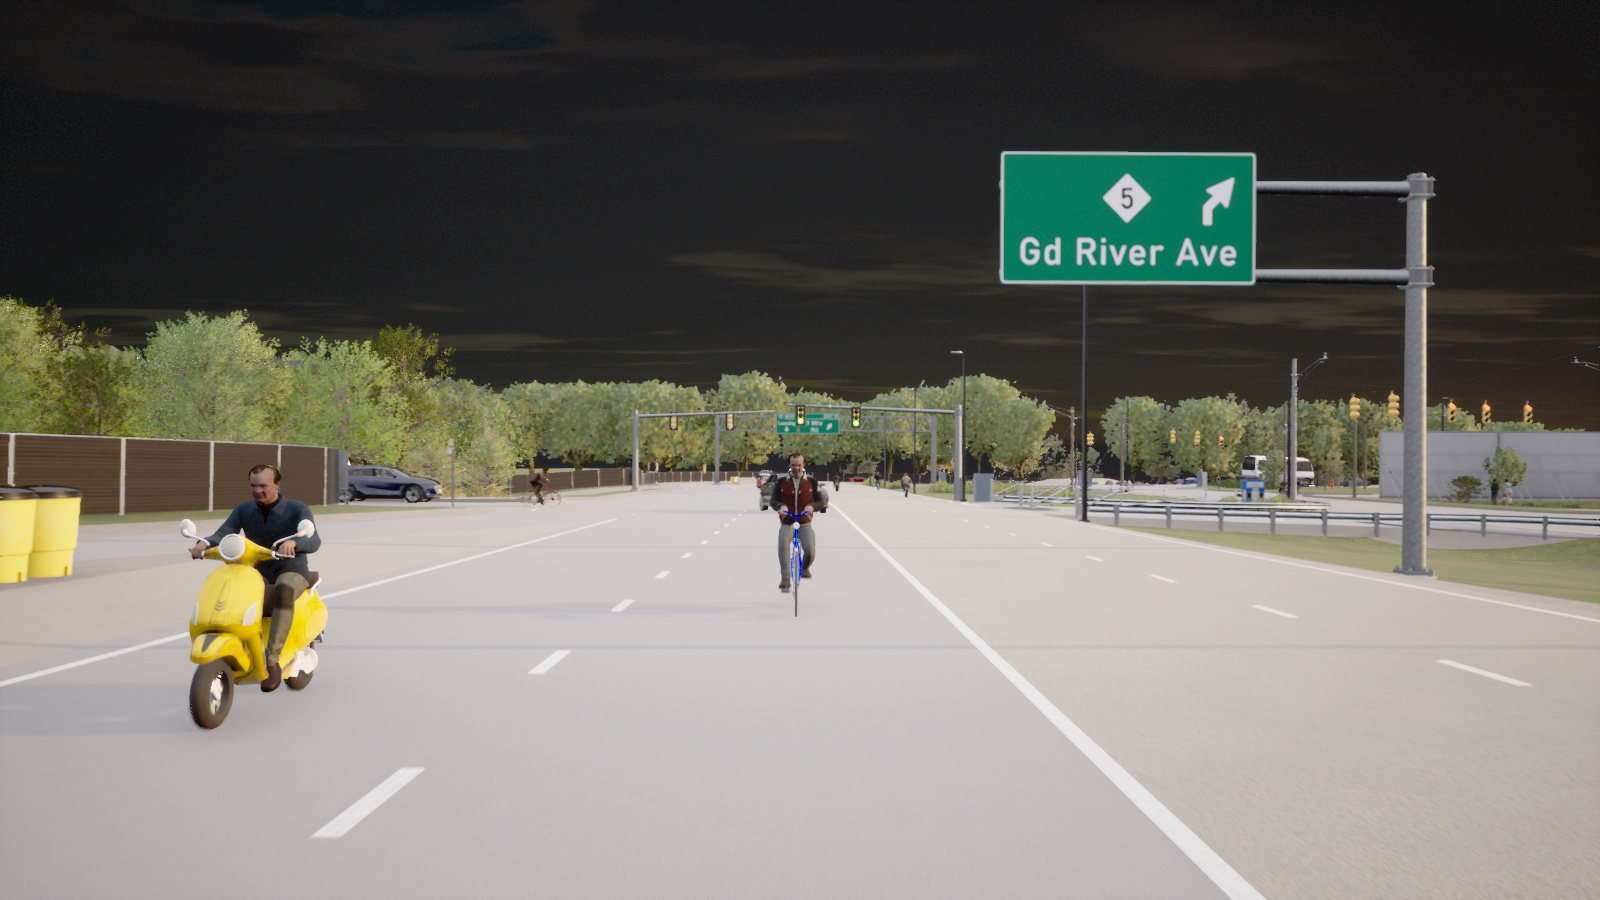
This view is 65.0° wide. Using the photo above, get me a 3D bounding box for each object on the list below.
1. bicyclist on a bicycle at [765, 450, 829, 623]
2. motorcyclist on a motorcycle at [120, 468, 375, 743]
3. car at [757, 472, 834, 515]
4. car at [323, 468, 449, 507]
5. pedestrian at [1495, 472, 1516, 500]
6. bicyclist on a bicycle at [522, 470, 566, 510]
[{"bbox_3d":[-0.033,0.912,13.871,0.659,1.776,1.843,0,-1,0],"label":"bicyclist on a bicycle"},{"bbox_3d":[-3.519,0.917,8.216,0.866,1.590,1.817,0,-1,0],"label":"motorcyclist on a motorcycle"},{"bbox_3d":[-0.238,1.591,47.025,1.837,1.490,4.892,1,-1,-13],"label":"car"},{"bbox_3d":[-18.081,1.636,55.032,4.856,1.649,2.033,0,-1,0],"label":"car"},{"bbox_3d":[47.186,2.415,83.952,0.874,1.855,0.900,0,0,-3],"label":"pedestrian"},{"bbox_3d":[-10.472,1.625,51.381,1.656,1.620,0.582,0,0,5],"label":"bicyclist on a bicycle"}]
